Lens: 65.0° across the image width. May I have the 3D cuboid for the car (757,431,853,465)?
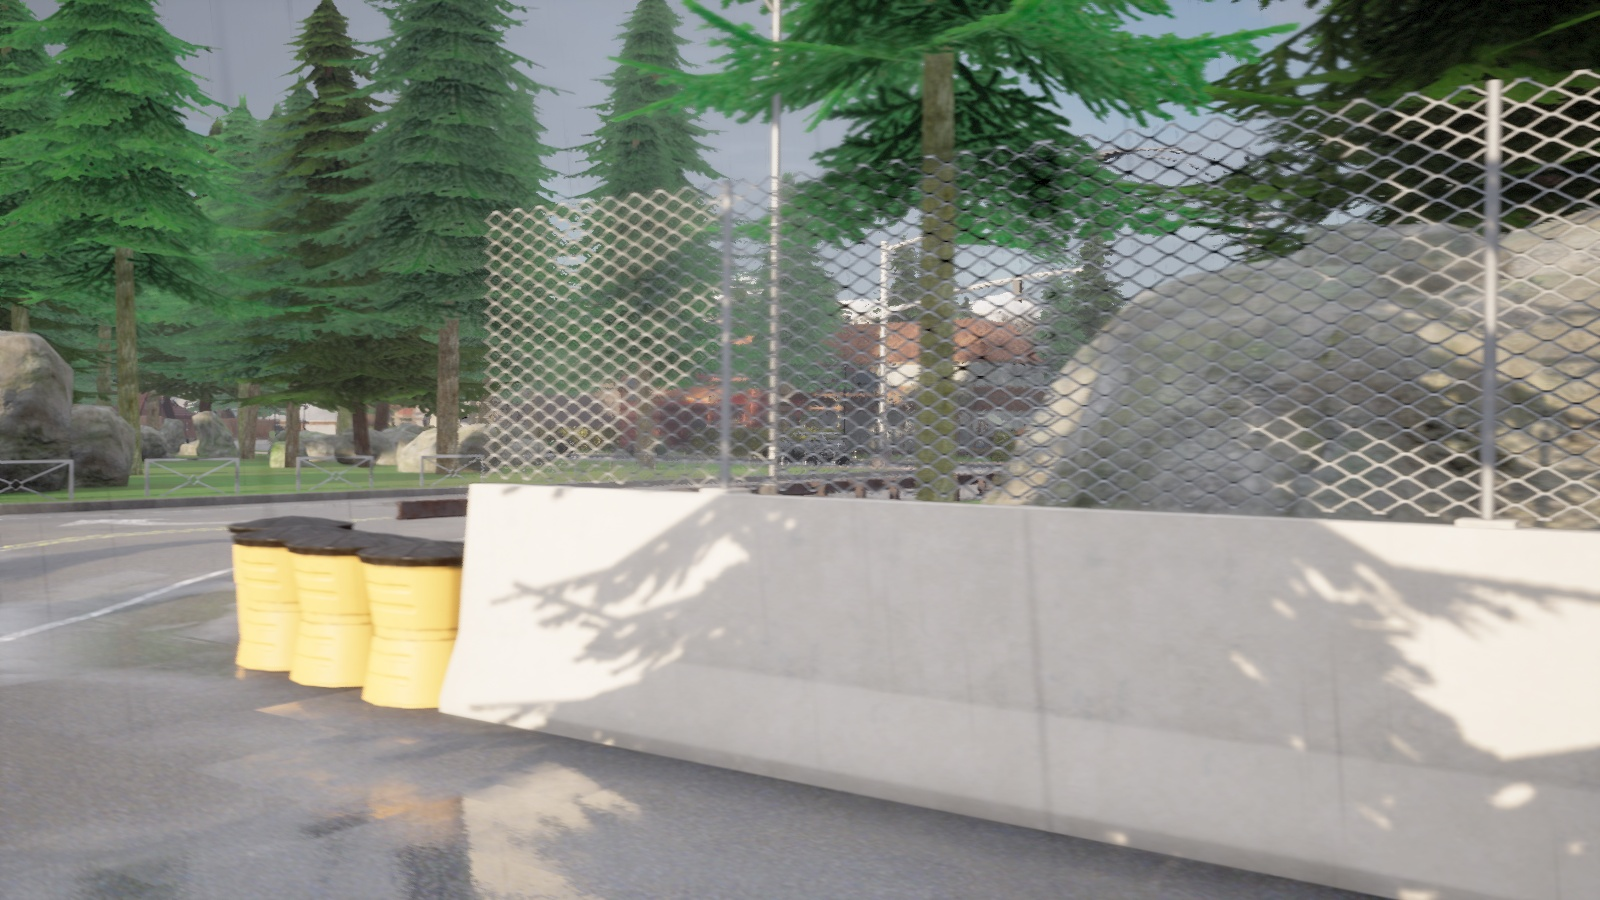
[{"bbox_3d":[0.215,-0.107,56.284,3.806,1.475,1.970,0,1,34],"label":"car"}]

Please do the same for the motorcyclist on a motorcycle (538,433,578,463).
[{"bbox_3d":[-12.533,-0.094,65.016,2.044,1.523,0.797,0,1,35],"label":"motorcyclist on a motorcycle"}]
